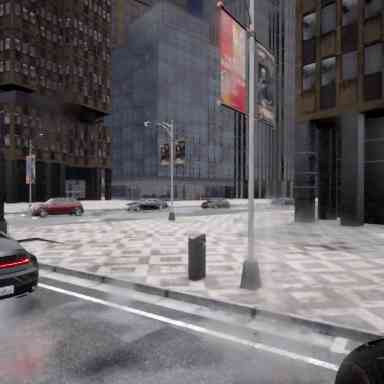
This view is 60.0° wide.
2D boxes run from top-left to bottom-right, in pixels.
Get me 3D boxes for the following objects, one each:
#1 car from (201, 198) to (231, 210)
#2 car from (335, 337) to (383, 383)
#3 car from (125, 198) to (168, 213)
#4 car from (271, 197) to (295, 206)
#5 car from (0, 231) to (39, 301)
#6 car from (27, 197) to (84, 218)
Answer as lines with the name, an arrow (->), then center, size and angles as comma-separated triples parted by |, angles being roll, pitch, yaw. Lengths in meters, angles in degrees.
car -> 3.099, 1.519, 42.969 | 4.181, 1.385, 1.994 | 0, 0, -41
car -> 3.244, 1.478, 1.342 | 5.008, 1.535, 1.882 | 0, 0, 36
car -> -4.910, 1.438, 35.957 | 4.902, 1.511, 2.128 | 0, 0, -41
car -> 14.814, 1.522, 53.134 | 5.357, 1.411, 2.033 | 0, 0, -41
car -> -5.309, 1.503, 7.241 | 4.892, 1.490, 1.837 | 0, 0, 34
car -> -12.093, 1.292, 29.653 | 4.553, 1.767, 2.097 | 0, 0, -41
